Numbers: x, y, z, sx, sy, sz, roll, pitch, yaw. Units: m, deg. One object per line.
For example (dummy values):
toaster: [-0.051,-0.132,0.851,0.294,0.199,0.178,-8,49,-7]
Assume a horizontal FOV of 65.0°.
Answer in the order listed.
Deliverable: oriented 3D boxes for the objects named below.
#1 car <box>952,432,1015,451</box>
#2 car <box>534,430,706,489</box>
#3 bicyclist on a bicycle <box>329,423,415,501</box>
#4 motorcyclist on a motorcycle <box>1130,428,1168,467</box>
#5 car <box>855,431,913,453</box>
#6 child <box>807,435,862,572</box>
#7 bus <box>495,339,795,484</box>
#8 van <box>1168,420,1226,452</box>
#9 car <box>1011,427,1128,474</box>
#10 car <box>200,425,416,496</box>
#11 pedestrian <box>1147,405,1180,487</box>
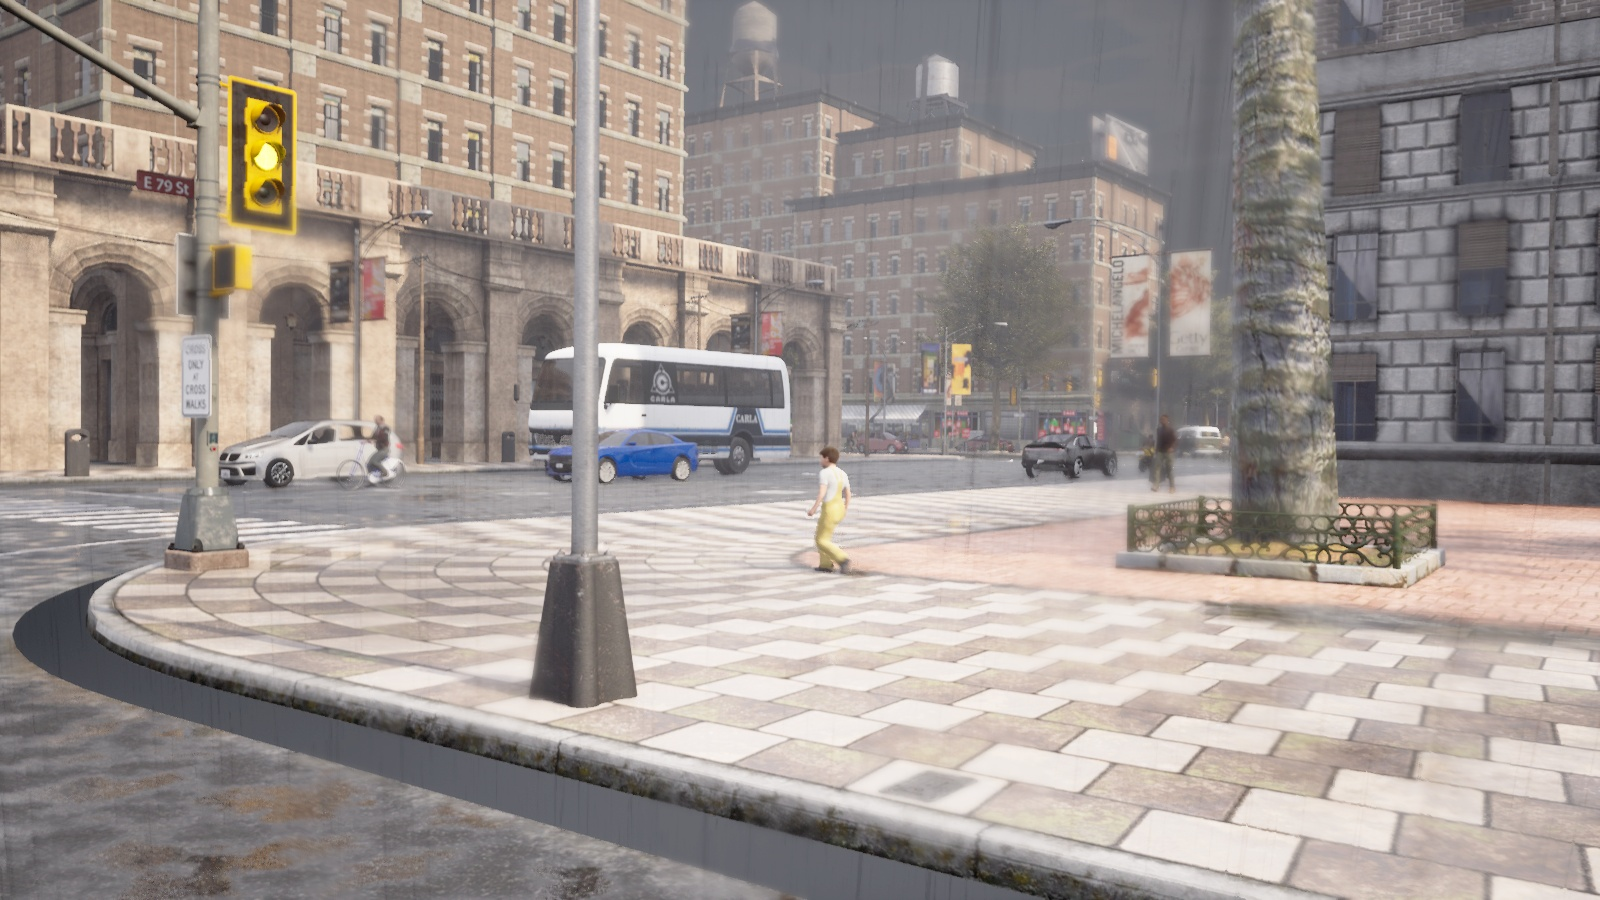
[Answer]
car: [13.465,-0.644,92.178,4.181,1.385,1.994,0,1,37]
car: [-5.052,0.230,36.010,1.882,1.535,5.008,0,1,37]
bicyclist on a bicycle: [-9.999,0.259,29.380,0.659,1.776,1.843,0,1,37]
motorcyclist on a motorcycle: [13.839,-0.116,49.728,0.797,1.523,2.044,0,1,36]
car: [5.854,-0.570,87.855,3.633,1.501,1.845,0,1,36]
child: [0.325,0.495,11.817,0.437,1.263,0.270,0,1,36]
bus: [-4.837,-1.214,42.143,3.944,4.253,10.273,0,1,37]
van: [25.851,-0.937,81.927,2.069,2.038,4.480,0,1,-5]
car: [9.455,-0.020,43.756,2.128,1.511,4.902,0,1,37]
car: [-12.425,0.215,31.976,2.242,1.667,4.611,0,1,37]
pedestrian: [8.239,-0.089,28.470,0.431,1.840,0.703,0,1,44]
